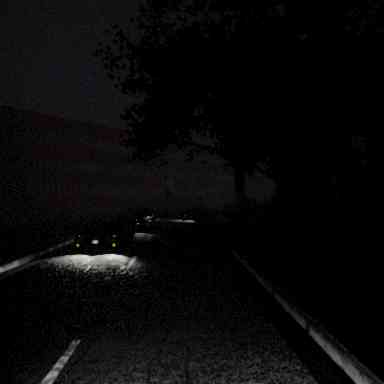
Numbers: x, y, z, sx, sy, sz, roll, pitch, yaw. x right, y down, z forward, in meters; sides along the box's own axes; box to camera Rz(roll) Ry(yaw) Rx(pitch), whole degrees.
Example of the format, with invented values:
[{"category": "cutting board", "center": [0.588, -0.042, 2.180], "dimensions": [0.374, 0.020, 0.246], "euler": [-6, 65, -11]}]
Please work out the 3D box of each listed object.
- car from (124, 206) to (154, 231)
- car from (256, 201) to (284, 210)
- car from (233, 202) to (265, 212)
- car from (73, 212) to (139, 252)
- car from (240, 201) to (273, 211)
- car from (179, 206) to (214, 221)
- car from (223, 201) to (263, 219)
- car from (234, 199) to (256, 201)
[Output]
[{"category": "car", "center": [-4.057, 1.833, 24.292], "dimensions": [1.837, 1.490, 4.892], "euler": [0, -1, 6]}, {"category": "car", "center": [14.183, 2.441, 60.638], "dimensions": [4.674, 1.452, 2.002], "euler": [-1, -1, 36]}, {"category": "car", "center": [9.199, 2.365, 53.780], "dimensions": [4.674, 1.452, 2.002], "euler": [-1, -1, 36]}, {"category": "car", "center": [-3.836, 1.811, 15.071], "dimensions": [1.994, 1.385, 4.181], "euler": [0, -1, -1]}, {"category": "car", "center": [10.859, 2.352, 56.069], "dimensions": [5.008, 1.535, 2.097], "euler": [-1, -1, 36]}, {"category": "car", "center": [0.486, 2.135, 34.172], "dimensions": [1.994, 1.385, 4.181], "euler": [-1, -1, 35]}, {"category": "car", "center": [5.561, 2.069, 35.613], "dimensions": [1.882, 1.535, 5.008], "euler": [-1, -1, 36]}, {"category": "car", "center": [7.517, 2.047, 51.514], "dimensions": [5.566, 2.045, 2.435], "euler": [-1, -1, 36]}]
